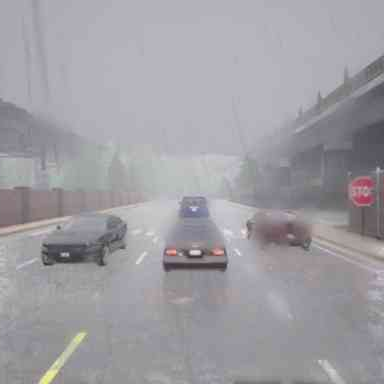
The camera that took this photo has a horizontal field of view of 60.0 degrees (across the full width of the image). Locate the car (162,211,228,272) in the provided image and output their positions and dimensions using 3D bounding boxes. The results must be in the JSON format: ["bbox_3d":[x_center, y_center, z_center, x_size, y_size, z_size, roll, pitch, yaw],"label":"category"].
[{"bbox_3d":[0.084,1.576,10.862,2.033,1.411,5.357,0,0,0],"label":"car"}]

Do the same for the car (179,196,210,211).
[{"bbox_3d":[0.185,1.289,24.964,2.150,2.045,5.566,0,0,1],"label":"car"}]

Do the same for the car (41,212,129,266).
[{"bbox_3d":[-3.546,1.509,11.861,1.882,1.535,5.008,0,0,1],"label":"car"}]

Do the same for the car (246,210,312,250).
[{"bbox_3d":[3.598,1.517,14.583,1.882,1.535,5.008,0,0,0],"label":"car"}]
